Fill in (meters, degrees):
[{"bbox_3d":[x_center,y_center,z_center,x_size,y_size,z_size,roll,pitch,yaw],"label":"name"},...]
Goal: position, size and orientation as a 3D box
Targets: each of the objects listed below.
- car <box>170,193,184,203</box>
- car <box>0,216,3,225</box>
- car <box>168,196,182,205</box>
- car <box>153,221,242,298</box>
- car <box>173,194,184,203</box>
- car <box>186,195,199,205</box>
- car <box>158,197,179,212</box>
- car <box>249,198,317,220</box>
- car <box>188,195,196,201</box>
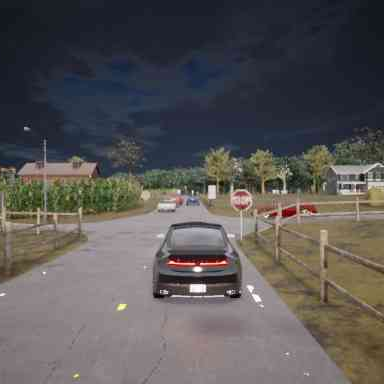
[{"bbox_3d":[-2.796,1.180,57.362,2.150,2.045,5.566,0,0,0],"label":"car"},{"bbox_3d":[-15.519,1.919,22.591,4.718,1.301,1.895,-1,-2,-1],"label":"car"},{"bbox_3d":[-2.815,1.570,47.582,1.895,1.301,4.718,0,0,0],"label":"car"},{"bbox_3d":[0.104,1.509,8.491,1.837,1.490,4.892,0,0,0],"label":"car"},{"bbox_3d":[-2.725,1.302,67.303,2.097,1.767,4.553,0,0,0],"label":"car"},{"bbox_3d":[0.129,1.312,56.605,2.097,1.767,4.553,0,0,0],"label":"car"},{"bbox_3d":[-2.831,1.581,37.992,1.895,1.301,4.718,0,0,0],"label":"car"},{"bbox_3d":[6.915,1.275,25.507,5.008,1.535,1.882,-2,-2,0],"label":"car"},{"bbox_3d":[0.055,1.491,80.735,1.994,1.385,4.181,0,0,0],"label":"car"}]
